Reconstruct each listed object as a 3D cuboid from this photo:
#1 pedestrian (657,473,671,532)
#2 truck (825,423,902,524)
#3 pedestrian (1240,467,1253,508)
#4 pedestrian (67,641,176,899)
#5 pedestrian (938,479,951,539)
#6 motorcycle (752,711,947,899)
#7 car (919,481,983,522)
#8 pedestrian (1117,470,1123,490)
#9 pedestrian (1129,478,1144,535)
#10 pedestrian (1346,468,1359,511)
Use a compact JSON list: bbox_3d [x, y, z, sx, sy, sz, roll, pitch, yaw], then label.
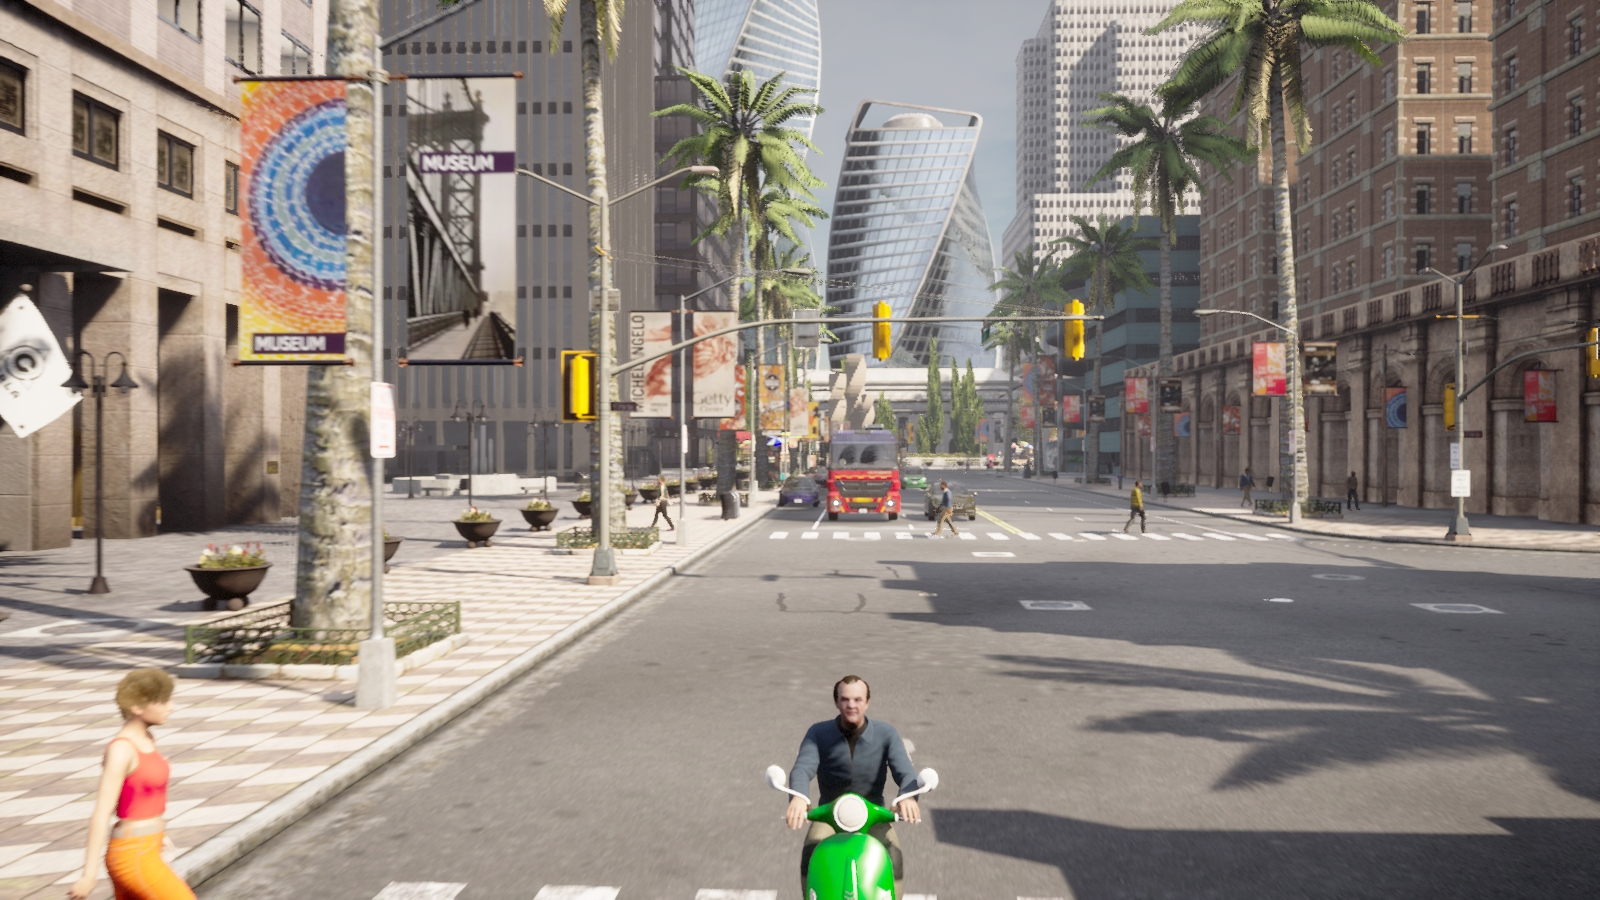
[{"bbox_3d":[-4.373,1.689,36.733,0.375,1.860,0.375,0,0,1],"label":"pedestrian"},{"bbox_3d":[2.647,0.884,47.641,2.891,3.827,8.468,0,0,3],"label":"truck"},{"bbox_3d":[20.132,1.695,51.535,0.375,1.860,0.375,0,0,-16],"label":"pedestrian"},{"bbox_3d":[-3.099,1.846,5.237,0.375,1.860,0.375,0,0,-22],"label":"pedestrian"},{"bbox_3d":[4.562,1.845,35.977,0.375,1.860,0.375,0,0,2],"label":"pedestrian"},{"bbox_3d":[0.264,2.181,5.907,0.856,1.236,1.805,0,0,3],"label":"motorcycle"},{"bbox_3d":[6.089,2.056,46.631,2.231,1.480,4.892,0,0,3],"label":"car"},{"bbox_3d":[20.962,1.971,74.755,0.375,1.300,0.375,0,0,15],"label":"pedestrian"},{"bbox_3d":[11.066,1.847,37.614,0.375,1.860,0.375,0,0,-4],"label":"pedestrian"},{"bbox_3d":[23.735,1.696,49.086,0.375,1.860,0.375,0,0,3],"label":"pedestrian"}]
